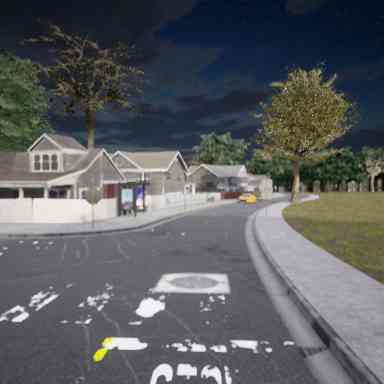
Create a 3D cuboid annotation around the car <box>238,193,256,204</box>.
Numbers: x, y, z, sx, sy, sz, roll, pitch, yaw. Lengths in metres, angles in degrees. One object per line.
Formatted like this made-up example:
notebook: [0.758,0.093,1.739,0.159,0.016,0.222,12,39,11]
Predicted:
car: [8.509,1.006,51.274,1.882,1.535,5.008,1,1,24]
